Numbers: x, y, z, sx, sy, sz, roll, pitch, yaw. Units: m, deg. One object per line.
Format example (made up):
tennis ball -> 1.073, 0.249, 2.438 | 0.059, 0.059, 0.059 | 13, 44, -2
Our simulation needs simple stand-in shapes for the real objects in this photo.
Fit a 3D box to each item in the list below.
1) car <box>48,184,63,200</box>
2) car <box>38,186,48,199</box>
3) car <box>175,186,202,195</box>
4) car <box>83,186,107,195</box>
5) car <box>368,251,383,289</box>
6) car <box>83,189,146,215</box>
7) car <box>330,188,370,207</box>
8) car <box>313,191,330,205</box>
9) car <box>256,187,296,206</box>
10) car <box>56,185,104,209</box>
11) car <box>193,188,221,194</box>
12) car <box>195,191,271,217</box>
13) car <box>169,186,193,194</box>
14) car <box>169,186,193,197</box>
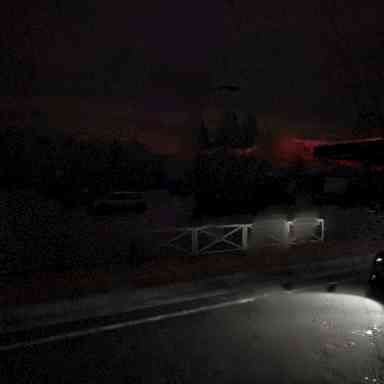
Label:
car -> -14.619, 0.034, 39.394 | 3.866, 1.878, 1.905 | 0, 2, -29
car -> -16.373, -0.028, 41.747 | 4.605, 1.855, 1.932 | 0, 2, -29
car -> -0.761, -0.343, 67.877 | 5.027, 1.636, 2.152 | 0, 2, -29
car -> -17.216, -0.223, 59.065 | 3.806, 1.475, 1.970 | 0, 2, -29
car -> 5.749, 1.427, 7.038 | 4.181, 1.385, 1.994 | 0, 2, -28
car -> -5.135, 0.745, 22.698 | 3.806, 1.475, 1.970 | 0, 2, -29
car -> 16.752, 0.495, 34.629 | 3.866, 1.878, 1.905 | 0, 2, -29
car -> 15.693, 0.680, 37.847 | 3.806, 1.475, 1.970 | 0, 2, -29
car -> 8.271, 0.450, 33.744 | 4.605, 1.855, 1.932 | 0, 2, -29
car -> -8.492, 0.481, 28.171 | 5.027, 1.636, 2.152 | 0, 2, -29
car -> 2.927, 0.287, 45.019 | 4.514, 1.523, 2.007 | 0, 2, -29
car -> 2.806, 0.890, 22.864 | 4.514, 1.523, 2.007 | 0, 2, -29
car -> -2.309, -0.424, 70.604 | 4.514, 1.523, 2.007 | 0, 2, -29
car -> -1.823, 0.019, 53.807 | 3.633, 1.501, 1.845 | 0, 2, -29
